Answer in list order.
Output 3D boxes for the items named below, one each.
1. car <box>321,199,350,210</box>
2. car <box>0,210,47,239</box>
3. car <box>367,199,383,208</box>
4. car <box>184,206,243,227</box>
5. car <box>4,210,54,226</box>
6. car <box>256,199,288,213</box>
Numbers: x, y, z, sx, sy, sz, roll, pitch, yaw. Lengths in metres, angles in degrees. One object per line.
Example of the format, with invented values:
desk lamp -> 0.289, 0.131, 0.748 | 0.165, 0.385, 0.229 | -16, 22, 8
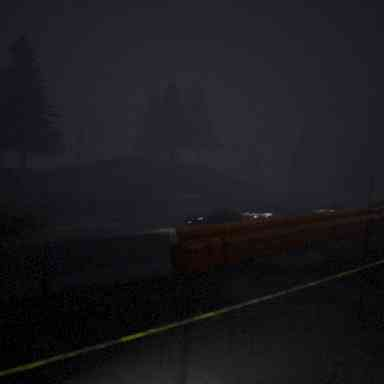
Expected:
car -> 19.388, 1.644, 44.728 | 5.357, 1.411, 2.033 | 0, -1, -43
car -> -10.680, 1.890, 17.907 | 4.718, 1.301, 1.895 | 0, -1, -36
car -> 20.706, 1.504, 36.318 | 4.902, 1.511, 2.128 | 0, -1, -43
car -> 1.599, 1.692, 23.204 | 4.674, 1.442, 1.812 | 0, -1, -41
car -> -11.829, 1.880, 21.383 | 5.357, 1.411, 2.033 | 0, -1, -36
car -> 9.806, 1.669, 40.467 | 5.008, 1.535, 1.882 | -1, 0, -44
